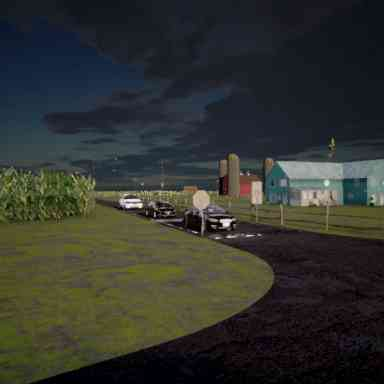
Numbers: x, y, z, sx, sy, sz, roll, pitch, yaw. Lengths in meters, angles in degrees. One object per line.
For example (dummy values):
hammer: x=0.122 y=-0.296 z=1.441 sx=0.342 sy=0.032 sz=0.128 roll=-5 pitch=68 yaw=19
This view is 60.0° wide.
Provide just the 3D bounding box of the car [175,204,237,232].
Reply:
car: x=0.967 y=1.527 z=20.425 sx=2.128 sy=1.511 sz=4.902 roll=-1 pitch=0 yaw=-22

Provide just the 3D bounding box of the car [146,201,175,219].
car: x=-2.876 y=1.562 z=30.195 sx=1.837 sy=1.490 sz=4.892 roll=-1 pitch=0 yaw=-21

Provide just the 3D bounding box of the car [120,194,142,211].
car: x=-8.061 y=1.322 z=43.459 sx=2.150 sy=2.045 sz=5.566 roll=-1 pitch=0 yaw=-21
